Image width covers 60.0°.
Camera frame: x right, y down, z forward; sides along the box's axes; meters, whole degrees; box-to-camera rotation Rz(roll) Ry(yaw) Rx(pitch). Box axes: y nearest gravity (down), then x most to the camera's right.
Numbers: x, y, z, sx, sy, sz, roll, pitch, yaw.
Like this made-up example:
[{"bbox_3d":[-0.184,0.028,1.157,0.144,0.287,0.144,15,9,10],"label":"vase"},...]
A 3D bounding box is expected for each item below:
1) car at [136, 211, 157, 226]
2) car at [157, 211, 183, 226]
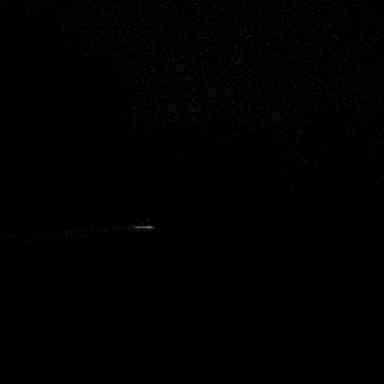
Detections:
[{"bbox_3d":[-3.086,2.606,33.044,2.033,1.411,5.357,-4,-4,36],"label":"car"},{"bbox_3d":[-0.414,2.405,30.605,2.033,1.411,5.357,-4,-4,36],"label":"car"}]
